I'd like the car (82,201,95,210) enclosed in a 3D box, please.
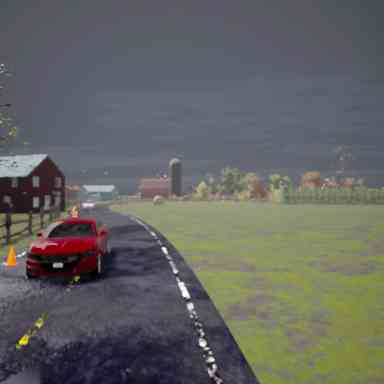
[{"bbox_3d":[-17.086,2.192,54.881,1.812,1.442,4.674,0,-1,-17],"label":"car"}]

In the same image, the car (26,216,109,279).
[{"bbox_3d":[-3.802,1.607,10.858,1.882,1.535,5.008,0,-1,-10],"label":"car"}]

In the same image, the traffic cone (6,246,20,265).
[{"bbox_3d":[-5.968,2.104,11.054,0.340,0.580,0.340,0,-1,-10],"label":"traffic cone"}]

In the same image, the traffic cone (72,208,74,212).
[{"bbox_3d":[-13.744,2.441,39.459,0.340,0.580,0.340,0,-1,-21],"label":"traffic cone"}]
